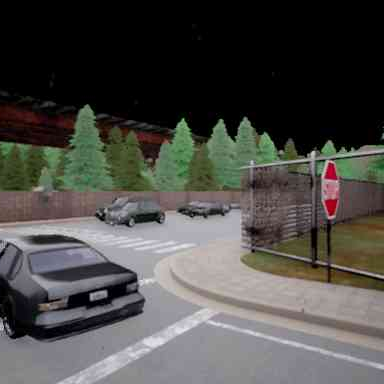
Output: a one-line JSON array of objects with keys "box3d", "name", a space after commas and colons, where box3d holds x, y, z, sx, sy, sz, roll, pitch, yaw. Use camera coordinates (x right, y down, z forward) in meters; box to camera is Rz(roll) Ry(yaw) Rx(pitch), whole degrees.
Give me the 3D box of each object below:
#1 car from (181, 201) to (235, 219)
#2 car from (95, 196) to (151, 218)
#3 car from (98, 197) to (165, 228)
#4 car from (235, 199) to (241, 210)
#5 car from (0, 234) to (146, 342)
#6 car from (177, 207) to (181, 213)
[{"box3d": [1.607, 1.669, 31.352, 2.033, 1.411, 5.357, -1, 0, 36], "name": "car"}, {"box3d": [-5.369, 1.369, 27.749, 2.150, 2.045, 5.566, -1, 0, 36], "name": "car"}, {"box3d": [-3.987, 1.475, 23.709, 2.097, 1.767, 4.553, -1, 0, 36], "name": "car"}, {"box3d": [6.527, 1.638, 43.975, 2.128, 1.511, 4.902, -1, 0, 36], "name": "car"}, {"box3d": [-3.109, 1.593, 6.723, 2.033, 1.411, 5.357, 0, 0, -44], "name": "car"}, {"box3d": [0.689, 1.694, 36.020, 2.033, 1.411, 5.357, -1, 0, 37], "name": "car"}]
